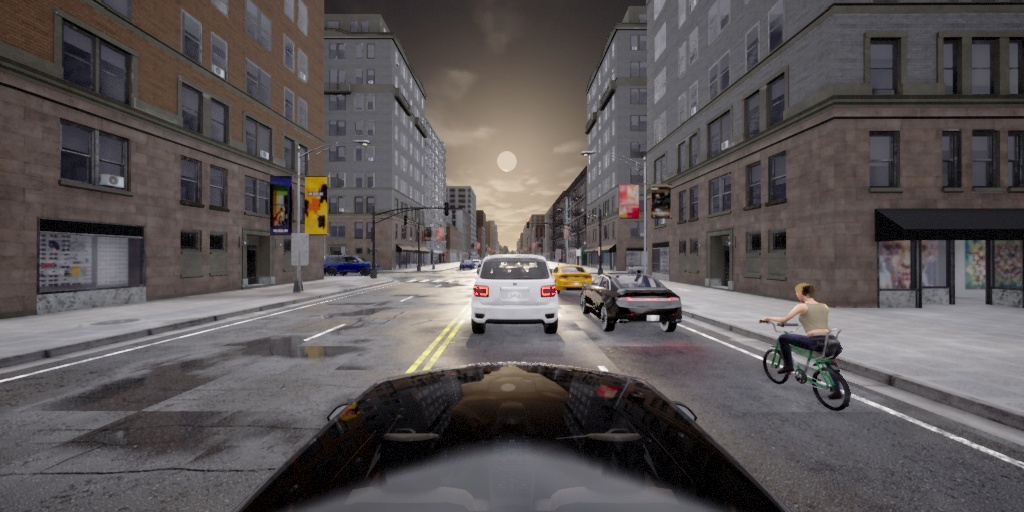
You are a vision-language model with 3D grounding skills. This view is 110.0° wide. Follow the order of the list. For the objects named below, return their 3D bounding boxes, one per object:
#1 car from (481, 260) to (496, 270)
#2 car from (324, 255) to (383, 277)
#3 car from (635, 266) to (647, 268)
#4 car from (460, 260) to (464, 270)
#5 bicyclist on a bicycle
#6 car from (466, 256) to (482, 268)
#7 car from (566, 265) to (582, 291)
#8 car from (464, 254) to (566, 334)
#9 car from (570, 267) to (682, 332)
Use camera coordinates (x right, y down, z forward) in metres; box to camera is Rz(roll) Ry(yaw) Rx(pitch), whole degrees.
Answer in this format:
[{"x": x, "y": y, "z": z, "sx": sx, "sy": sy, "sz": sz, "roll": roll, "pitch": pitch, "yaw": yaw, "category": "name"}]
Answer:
[{"x": -3.463, "y": 1.334, "z": 53.100, "sx": 1.994, "sy": 1.385, "sz": 4.181, "roll": 0, "pitch": 0, "yaw": 0, "category": "car"}, {"x": -15.805, "y": 0.964, "z": 35.613, "sx": 5.566, "sy": 2.045, "sz": 2.150, "roll": 0, "pitch": 0, "yaw": 4, "category": "car"}, {"x": 14.960, "y": 1.412, "z": 38.733, "sx": 4.718, "sy": 1.301, "sz": 1.895, "roll": 0, "pitch": 0, "yaw": 1, "category": "car"}, {"x": -6.721, "y": 1.249, "z": 54.108, "sx": 1.882, "sy": 1.535, "sz": 5.008, "roll": 0, "pitch": 0, "yaw": 0, "category": "car"}, {"x": 4.127, "y": 1.187, "z": 5.136, "sx": 0.866, "sy": 1.612, "sz": 1.509, "roll": 0, "pitch": 0, "yaw": 0, "category": "bicyclist on a bicycle"}, {"x": -6.713, "y": 0.995, "z": 64.053, "sx": 2.150, "sy": 2.045, "sz": 5.566, "roll": 0, "pitch": 0, "yaw": 0, "category": "car"}, {"x": 3.204, "y": 1.232, "z": 20.331, "sx": 1.882, "sy": 1.535, "sz": 5.008, "roll": 0, "pitch": 0, "yaw": 0, "category": "car"}, {"x": 0.076, "y": 0.973, "z": 10.769, "sx": 2.150, "sy": 2.045, "sz": 5.566, "roll": 0, "pitch": 0, "yaw": 0, "category": "car"}, {"x": 3.320, "y": 1.243, "z": 10.841, "sx": 2.128, "sy": 1.511, "sz": 4.902, "roll": 0, "pitch": 0, "yaw": 0, "category": "car"}]
